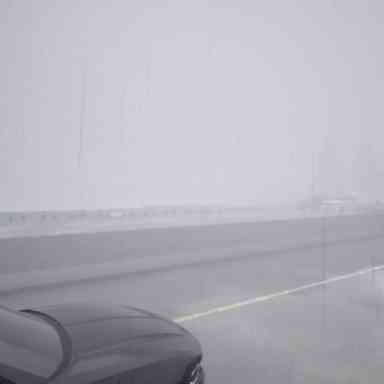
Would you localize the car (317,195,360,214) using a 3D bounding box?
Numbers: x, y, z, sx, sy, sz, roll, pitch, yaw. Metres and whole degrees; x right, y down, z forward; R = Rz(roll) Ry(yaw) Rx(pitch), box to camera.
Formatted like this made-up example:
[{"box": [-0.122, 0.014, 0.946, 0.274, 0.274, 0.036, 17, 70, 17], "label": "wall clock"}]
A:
[{"box": [17.001, 1.356, 37.576, 5.566, 2.045, 2.150, 1, 0, -35], "label": "car"}]

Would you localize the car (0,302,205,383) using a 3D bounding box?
[{"box": [-2.163, 1.476, 2.205, 5.008, 1.535, 1.882, 0, 0, -35], "label": "car"}]

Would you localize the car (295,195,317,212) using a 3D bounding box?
[{"box": [15.002, 1.357, 40.448, 5.566, 2.045, 2.150, 1, 0, -35], "label": "car"}]

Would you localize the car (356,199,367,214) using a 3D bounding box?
[{"box": [19.768, 1.699, 35.251, 4.181, 1.385, 1.994, 0, 0, -35], "label": "car"}]

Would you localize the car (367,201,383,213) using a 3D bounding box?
[{"box": [18.087, 1.595, 29.768, 5.008, 1.535, 1.882, 0, 0, -35], "label": "car"}]
